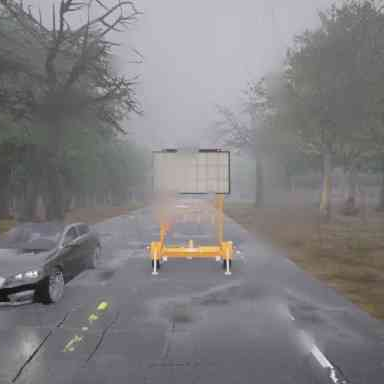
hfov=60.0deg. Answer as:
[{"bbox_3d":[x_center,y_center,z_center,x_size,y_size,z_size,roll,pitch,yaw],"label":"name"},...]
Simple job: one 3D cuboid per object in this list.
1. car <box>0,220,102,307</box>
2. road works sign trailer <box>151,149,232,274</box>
[{"bbox_3d":[-3.613,1.489,8.145,2.128,1.511,4.902,0,0,0],"label":"car"},{"bbox_3d":[-0.018,0.459,10.485,2.380,3.560,2.880,0,0,0],"label":"road works sign trailer"}]
